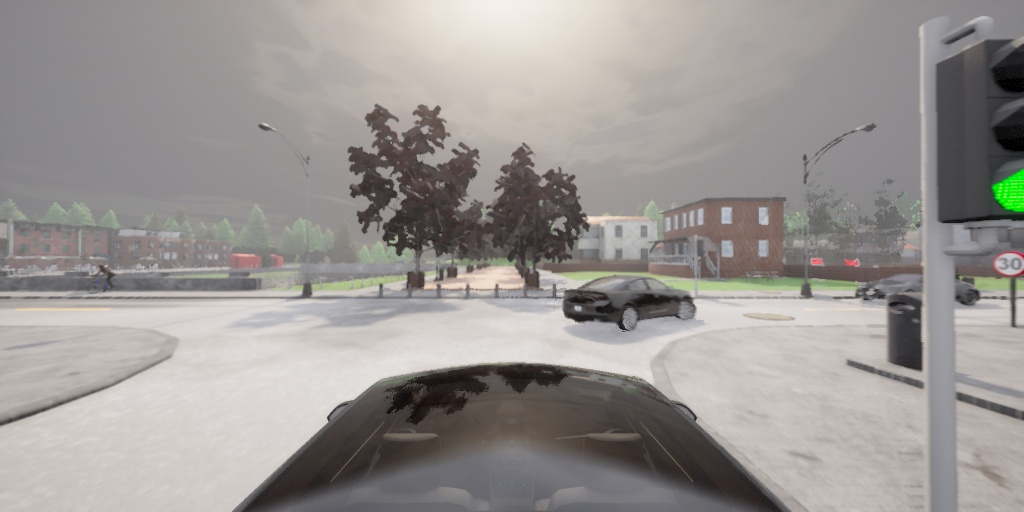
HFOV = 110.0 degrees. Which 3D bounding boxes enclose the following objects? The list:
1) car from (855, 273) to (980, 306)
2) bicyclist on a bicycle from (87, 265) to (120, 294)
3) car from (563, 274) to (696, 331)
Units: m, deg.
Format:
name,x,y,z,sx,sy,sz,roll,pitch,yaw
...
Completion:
name,x,y,z,sx,sy,sz,roll,pitch,yaw
car,18.440,1.485,16.446,4.181,1.385,1.994,0,-1,0
bicyclist on a bicycle,-23.439,1.314,20.609,0.582,1.620,1.656,0,0,0
car,3.869,1.341,11.513,5.008,1.535,1.882,1,-3,-36
